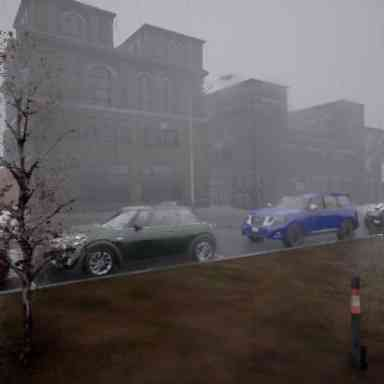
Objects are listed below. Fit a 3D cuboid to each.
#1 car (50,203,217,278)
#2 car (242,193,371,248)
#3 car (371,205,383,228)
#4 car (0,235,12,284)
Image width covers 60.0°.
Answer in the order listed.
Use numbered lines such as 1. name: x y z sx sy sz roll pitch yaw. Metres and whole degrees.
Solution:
1. car: -1.543 1.178 9.492 4.553 1.767 2.185 1 0 -33
2. car: 4.680 1.049 13.949 5.566 2.045 2.435 0 0 -33
3. car: 11.960 1.319 19.159 5.008 1.535 2.097 0 0 -33
4. car: -6.094 1.353 6.222 4.792 1.488 2.163 1 1 -33
